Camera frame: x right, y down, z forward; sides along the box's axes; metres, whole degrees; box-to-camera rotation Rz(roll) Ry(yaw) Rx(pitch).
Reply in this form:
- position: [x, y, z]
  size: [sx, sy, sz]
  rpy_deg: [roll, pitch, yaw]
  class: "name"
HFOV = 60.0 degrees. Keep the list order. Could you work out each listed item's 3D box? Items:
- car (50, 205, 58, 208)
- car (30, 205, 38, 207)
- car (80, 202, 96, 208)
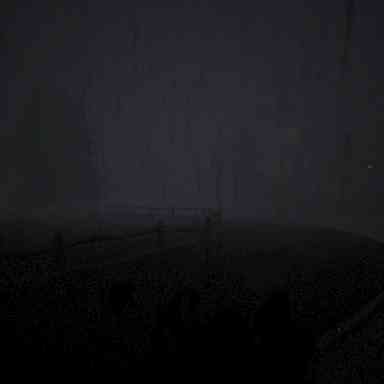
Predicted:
- position: [-33.134, 2.609, 78.655]
  size: [5.566, 2.045, 2.150]
  rpy_deg: [-1, -1, 45]
  class: "car"
- position: [-38.561, 2.613, 79.087]
  size: [5.566, 2.045, 2.150]
  rpy_deg: [-1, -1, 45]
  class: "car"
- position: [-22.849, 2.823, 73.433]
  size: [4.674, 1.442, 1.812]
  rpy_deg: [-1, -1, 45]
  class: "car"
